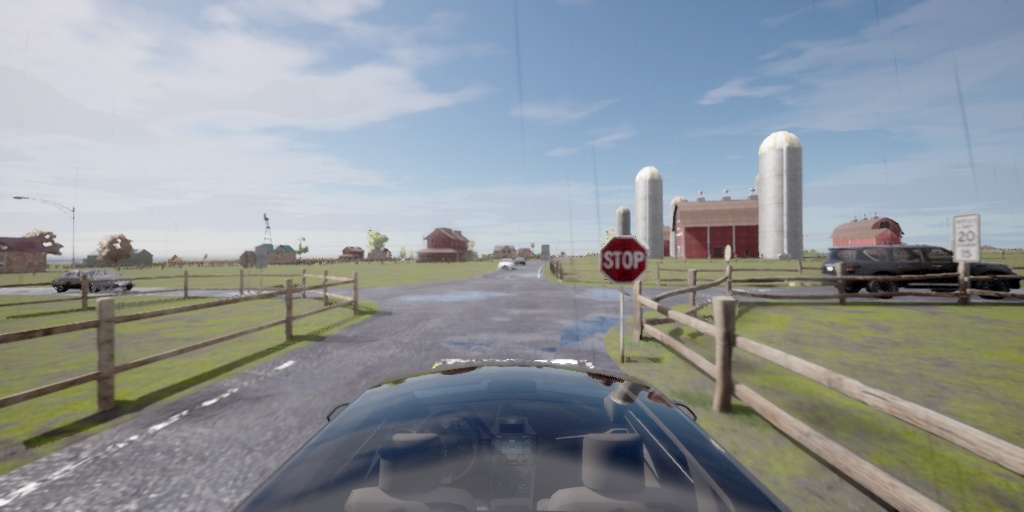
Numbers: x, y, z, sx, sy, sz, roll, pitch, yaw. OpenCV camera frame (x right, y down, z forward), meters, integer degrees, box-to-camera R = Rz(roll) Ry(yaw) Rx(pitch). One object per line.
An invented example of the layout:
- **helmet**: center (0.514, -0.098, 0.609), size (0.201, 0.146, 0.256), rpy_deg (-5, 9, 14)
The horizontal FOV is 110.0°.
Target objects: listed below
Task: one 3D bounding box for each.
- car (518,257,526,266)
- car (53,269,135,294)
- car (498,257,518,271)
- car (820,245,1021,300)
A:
- **car**: center (1.502, 0.955, 65.191), size (1.882, 1.535, 5.008), rpy_deg (0, 0, 8)
- **car**: center (-27.278, 1.625, 23.428), size (4.902, 1.511, 2.128), rpy_deg (-1, -1, 12)
- **car**: center (-0.660, 1.091, 46.292), size (1.812, 1.442, 4.674), rpy_deg (0, 0, 6)
- **car**: center (15.702, 0.581, 14.180), size (5.566, 2.045, 2.150), rpy_deg (-1, -1, 12)
